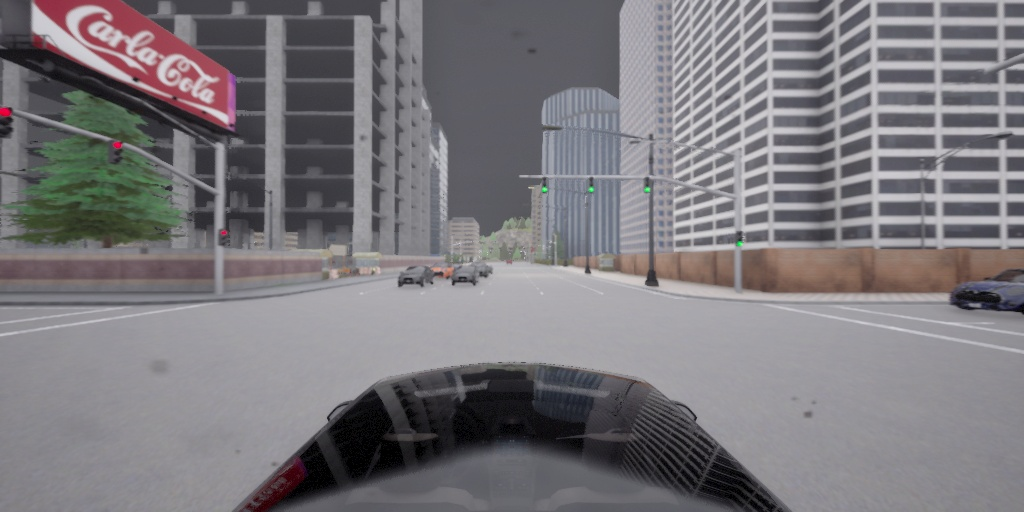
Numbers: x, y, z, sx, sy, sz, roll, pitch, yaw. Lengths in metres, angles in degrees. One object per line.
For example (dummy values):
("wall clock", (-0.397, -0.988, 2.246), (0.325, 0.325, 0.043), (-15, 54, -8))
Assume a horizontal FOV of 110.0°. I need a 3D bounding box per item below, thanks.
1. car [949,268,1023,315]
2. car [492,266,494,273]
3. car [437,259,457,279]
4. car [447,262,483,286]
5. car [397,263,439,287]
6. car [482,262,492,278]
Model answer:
("car", (19.047, 1.205, 13.039), (4.553, 1.767, 2.097), (0, -1, 0))
("car", (-3.522, 1.775, 48.680), (1.895, 1.301, 4.718), (0, -1, 0))
("car", (-7.097, 1.413, 36.178), (2.097, 1.767, 4.553), (0, -1, 0))
("car", (-3.606, 1.497, 28.519), (1.837, 1.490, 4.892), (0, 0, 0))
("car", (-7.107, 1.483, 26.971), (1.837, 1.490, 4.892), (0, 0, 0))
("car", (-3.592, 1.436, 38.645), (2.097, 1.767, 4.553), (0, -1, 0))
